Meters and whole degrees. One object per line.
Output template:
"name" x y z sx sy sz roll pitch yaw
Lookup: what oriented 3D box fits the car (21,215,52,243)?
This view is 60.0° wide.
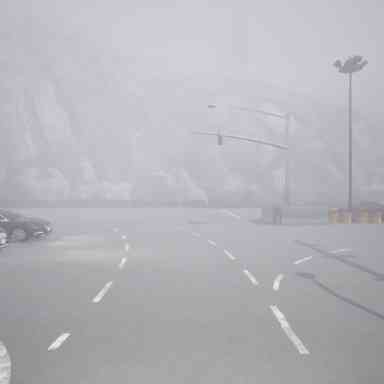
"car" -8.950 1.471 15.053 4.892 1.490 1.837 0 0 -3

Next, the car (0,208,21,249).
"car" -9.039 1.466 11.544 4.902 1.511 2.128 0 0 -3

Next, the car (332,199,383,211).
"car" 15.590 1.501 30.541 4.181 1.385 1.994 0 0 -3

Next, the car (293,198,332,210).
"car" 15.299 1.462 41.041 5.357 1.411 2.033 0 0 -3
